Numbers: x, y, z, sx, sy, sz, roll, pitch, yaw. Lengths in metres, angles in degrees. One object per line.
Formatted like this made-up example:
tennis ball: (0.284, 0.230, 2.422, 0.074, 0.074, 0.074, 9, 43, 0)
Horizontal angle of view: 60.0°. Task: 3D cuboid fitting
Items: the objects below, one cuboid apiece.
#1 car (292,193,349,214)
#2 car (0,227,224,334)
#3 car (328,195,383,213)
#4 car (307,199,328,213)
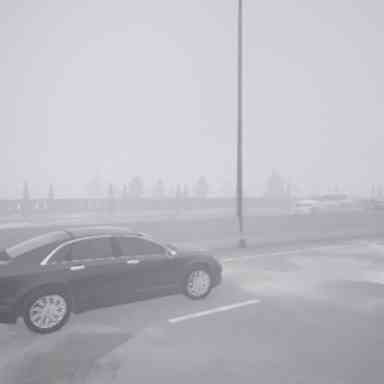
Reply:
car: (11.545, 1.110, 29.281, 5.566, 2.045, 2.150, 0, 0, -20)
car: (-1.578, 1.469, 6.697, 4.892, 1.490, 1.837, 0, 0, -34)
car: (11.588, 1.275, 21.739, 4.553, 1.767, 2.097, 0, 0, -22)
car: (11.366, 1.469, 25.429, 4.181, 1.385, 1.994, 0, 0, -21)
